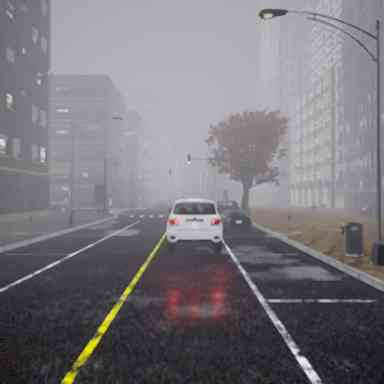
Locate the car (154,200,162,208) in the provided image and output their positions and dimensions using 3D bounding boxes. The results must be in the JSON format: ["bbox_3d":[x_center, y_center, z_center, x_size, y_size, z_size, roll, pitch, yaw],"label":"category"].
[{"bbox_3d":[-5.689,2.117,59.057,2.008,1.369,4.403,0,-1,0],"label":"car"}]

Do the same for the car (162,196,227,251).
[{"bbox_3d":[0.099,1.351,14.796,2.150,2.045,5.566,0,-2,0],"label":"car"}]

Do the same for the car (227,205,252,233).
[{"bbox_3d":[2.693,1.763,21.148,1.947,1.339,4.313,0,-1,0],"label":"car"}]

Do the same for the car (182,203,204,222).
[{"bbox_3d":[0.098,1.807,30.068,1.812,1.442,4.674,0,-1,0],"label":"car"}]

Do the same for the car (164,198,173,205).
[{"bbox_3d":[-5.690,2.239,81.188,1.967,1.590,4.097,0,-1,0],"label":"car"}]

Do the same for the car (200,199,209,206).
[{"bbox_3d":[2.690,2.208,70.293,1.752,1.417,4.829,0,-1,0],"label":"car"}]

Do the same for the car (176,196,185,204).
[{"bbox_3d":[-3.001,2.081,87.043,2.150,2.045,5.566,0,-1,0],"label":"car"}]

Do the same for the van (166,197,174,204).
[{"bbox_3d":[-5.690,2.199,86.722,1.690,1.788,3.998,0,-1,0],"label":"van"}]

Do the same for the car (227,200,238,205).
[{"bbox_3d":[2.693,1.564,26.673,2.192,1.841,5.009,0,-1,0],"label":"car"}]

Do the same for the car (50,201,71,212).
[{"bbox_3d":[-16.425,1.713,39.654,4.403,1.369,2.008,1,-1,-1],"label":"car"}]

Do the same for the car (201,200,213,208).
[{"bbox_3d":[2.691,2.111,59.058,1.887,1.381,4.507,0,-1,0],"label":"car"}]

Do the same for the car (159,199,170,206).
[{"bbox_3d":[-5.690,2.232,70.123,2.008,1.369,4.403,0,-1,0],"label":"car"}]

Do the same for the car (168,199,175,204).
[{"bbox_3d":[-5.690,2.499,92.251,1.802,1.307,4.206,0,-1,0],"label":"car"}]
